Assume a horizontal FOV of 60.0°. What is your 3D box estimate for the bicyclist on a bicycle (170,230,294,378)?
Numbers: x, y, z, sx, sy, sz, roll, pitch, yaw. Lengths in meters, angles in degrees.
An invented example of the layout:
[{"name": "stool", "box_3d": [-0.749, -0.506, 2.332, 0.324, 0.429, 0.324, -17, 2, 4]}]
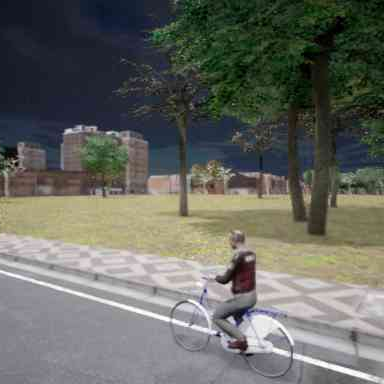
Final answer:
[{"name": "bicyclist on a bicycle", "box_3d": [0.411, 1.371, 4.367, 1.843, 1.776, 0.659, 0, 0, 36]}]
